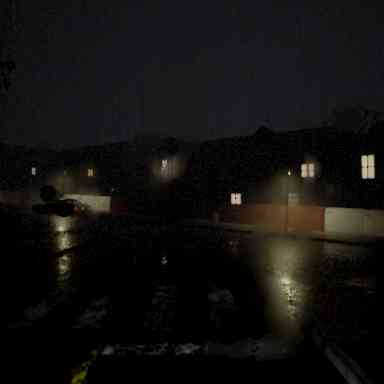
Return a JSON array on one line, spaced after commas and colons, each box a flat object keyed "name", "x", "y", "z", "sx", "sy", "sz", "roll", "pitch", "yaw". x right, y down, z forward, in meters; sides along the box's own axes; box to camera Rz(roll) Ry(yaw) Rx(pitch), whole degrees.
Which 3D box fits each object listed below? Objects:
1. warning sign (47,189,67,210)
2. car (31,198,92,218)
[{"name": "warning sign", "x": -12.256, "y": 0.696, "z": 30.173, "sx": 1.060, "sy": 1.860, "sz": 1.300, "roll": -1, "pitch": 1, "yaw": 32}, {"name": "car", "x": -10.304, "y": 1.194, "z": 26.194, "sx": 5.357, "sy": 1.411, "sz": 2.033, "roll": 2, "pitch": 0, "yaw": 31}]
